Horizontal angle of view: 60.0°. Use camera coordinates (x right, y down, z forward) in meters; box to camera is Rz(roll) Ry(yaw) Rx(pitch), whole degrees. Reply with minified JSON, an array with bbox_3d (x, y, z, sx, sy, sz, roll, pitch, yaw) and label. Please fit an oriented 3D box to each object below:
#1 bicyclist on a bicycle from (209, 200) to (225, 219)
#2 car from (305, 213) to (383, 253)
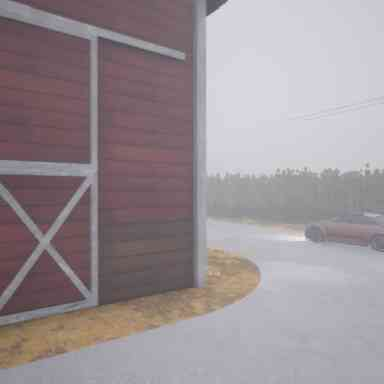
[{"bbox_3d":[2.077,1.453,27.444,1.656,1.620,0.582,1,0,-32],"label":"bicyclist on a bicycle"},{"bbox_3d":[6.875,1.549,13.879,1.994,1.385,4.181,0,0,-34],"label":"car"}]
